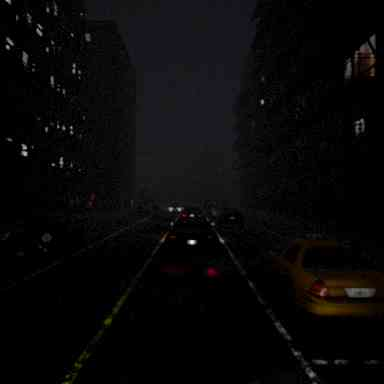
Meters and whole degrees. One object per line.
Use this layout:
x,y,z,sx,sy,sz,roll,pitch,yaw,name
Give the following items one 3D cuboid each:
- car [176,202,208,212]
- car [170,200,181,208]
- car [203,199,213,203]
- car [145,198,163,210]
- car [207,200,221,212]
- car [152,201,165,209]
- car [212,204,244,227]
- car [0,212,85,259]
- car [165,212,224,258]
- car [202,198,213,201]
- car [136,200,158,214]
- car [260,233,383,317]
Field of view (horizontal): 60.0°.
0.008,1.841,27.548,2.033,1.411,5.357,0,-1,0,car
-3.023,2.139,61.824,1.882,1.535,5.008,0,-1,0,car
2.839,2.047,46.466,2.008,1.369,4.403,1,-1,0,car
-5.805,1.812,46.502,2.192,1.841,5.009,1,-1,0,car
2.839,1.904,35.500,1.752,1.417,4.829,1,-1,0,car
-5.808,2.199,57.635,1.802,1.307,4.206,1,-1,0,car
2.772,1.831,24.836,1.947,1.339,4.313,1,-1,0,car
-5.697,1.580,13.093,1.967,1.590,4.097,1,-1,0,car
0.017,1.708,13.432,1.994,1.385,4.181,0,-1,1,car
2.843,1.931,57.603,2.192,1.841,5.009,1,-1,0,car
-5.808,1.988,40.931,2.008,1.369,4.403,1,-1,0,car
2.709,1.608,7.662,1.752,1.417,4.829,1,-1,0,car
